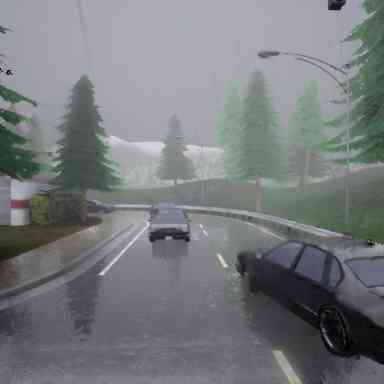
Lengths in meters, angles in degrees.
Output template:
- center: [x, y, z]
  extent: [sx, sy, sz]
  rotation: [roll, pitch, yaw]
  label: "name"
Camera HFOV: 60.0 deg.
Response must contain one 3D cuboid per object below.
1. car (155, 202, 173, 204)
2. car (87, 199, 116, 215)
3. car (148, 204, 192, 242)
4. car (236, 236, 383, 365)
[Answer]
- center: [-2.169, 1.522, 26.633]
  extent: [2.033, 1.411, 5.357]
  rotation: [0, 0, -17]
  label: "car"
- center: [-10.056, 1.479, 33.370]
  extent: [4.892, 1.490, 1.837]
  rotation: [0, 0, 9]
  label: "car"
- center: [-1.034, 1.529, 16.492]
  extent: [2.033, 1.411, 5.357]
  rotation: [0, 0, -2]
  label: "car"
- center: [2.510, 1.542, 6.075]
  extent: [2.033, 1.411, 5.357]
  rotation: [0, 0, -13]
  label: "car"
